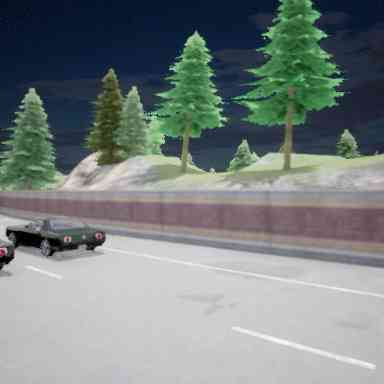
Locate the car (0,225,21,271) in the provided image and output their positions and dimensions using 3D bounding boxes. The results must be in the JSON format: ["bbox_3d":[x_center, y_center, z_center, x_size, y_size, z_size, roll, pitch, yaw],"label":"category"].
[{"bbox_3d":[-7.104,1.601,9.782,4.718,1.301,1.895,0,0,40],"label":"car"}]

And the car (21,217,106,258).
[{"bbox_3d":[-5.466,1.616,12.991,4.718,1.301,1.895,0,0,41],"label":"car"}]
